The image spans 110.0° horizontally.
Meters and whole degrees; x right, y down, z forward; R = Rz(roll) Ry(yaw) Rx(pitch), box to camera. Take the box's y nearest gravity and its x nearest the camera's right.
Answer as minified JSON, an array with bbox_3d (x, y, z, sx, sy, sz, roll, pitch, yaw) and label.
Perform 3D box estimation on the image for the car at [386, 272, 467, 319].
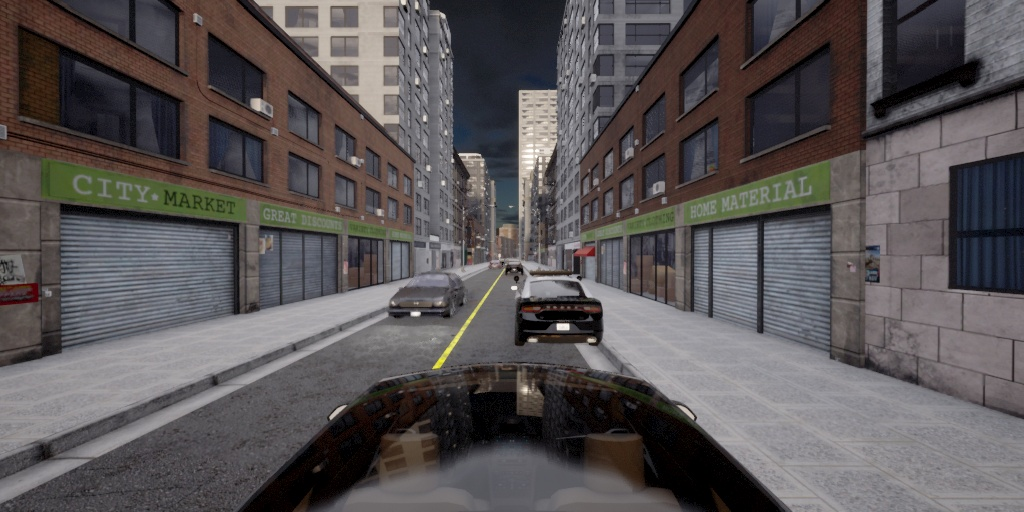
[{"bbox_3d":[-2.790,1.298,13.052,2.033,1.411,5.357,0,0,0],"label":"car"}]

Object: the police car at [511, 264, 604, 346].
[{"bbox_3d":[1.005,1.176,9.557,1.930,1.638,5.238,0,0,0],"label":"police car"}]

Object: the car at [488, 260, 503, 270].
[{"bbox_3d":[-2.587,1.320,55.311,1.812,1.442,4.674,0,0,0],"label":"car"}]

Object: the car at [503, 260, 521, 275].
[{"bbox_3d":[0.258,1.248,38.884,1.882,1.535,5.008,0,0,0],"label":"car"}]
